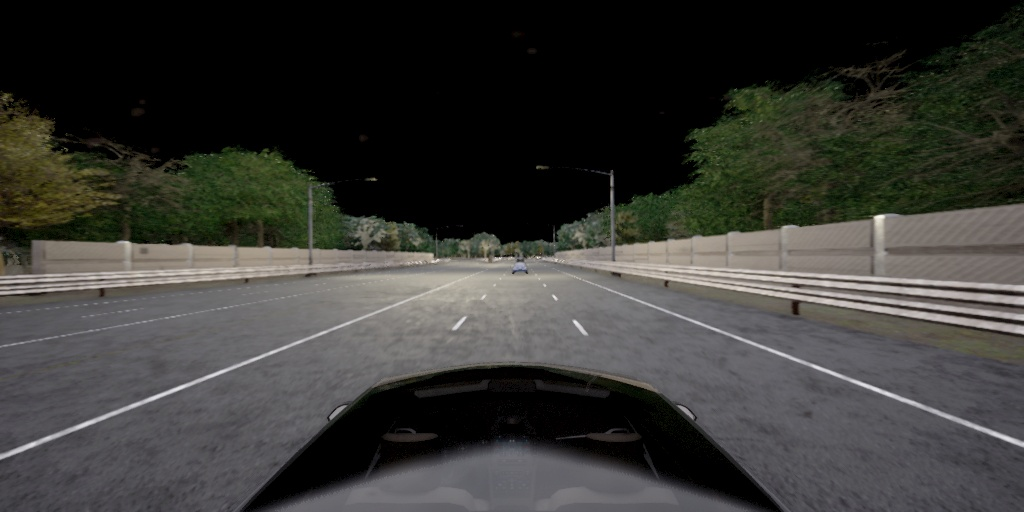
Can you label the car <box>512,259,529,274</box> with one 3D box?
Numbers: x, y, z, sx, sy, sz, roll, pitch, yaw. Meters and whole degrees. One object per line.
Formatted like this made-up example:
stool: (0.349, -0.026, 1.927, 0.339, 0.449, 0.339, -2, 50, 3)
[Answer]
car: (0.985, 1.370, 42.905, 2.033, 1.411, 5.357, -1, 0, 2)
